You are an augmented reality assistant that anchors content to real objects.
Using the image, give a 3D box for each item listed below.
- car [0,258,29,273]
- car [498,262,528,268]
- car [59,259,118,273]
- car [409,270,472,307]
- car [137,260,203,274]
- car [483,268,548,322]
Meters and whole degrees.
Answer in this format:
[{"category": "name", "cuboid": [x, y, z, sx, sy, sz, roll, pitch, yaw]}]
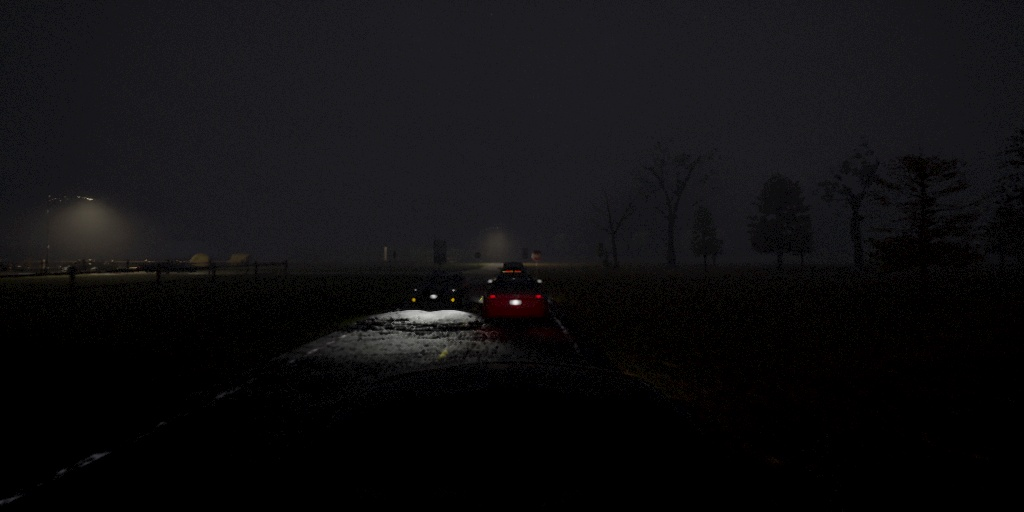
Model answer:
[{"category": "car", "cuboid": [-51.768, 0.894, 36.076, 4.181, 1.385, 1.994, 0, -1, -5]}, {"category": "car", "cuboid": [0.066, 1.164, 25.059, 1.837, 1.490, 4.892, 0, 0, -1]}, {"category": "car", "cuboid": [-46.348, 1.083, 39.292, 4.892, 1.490, 1.837, 0, -1, -4]}, {"category": "car", "cuboid": [-2.834, 1.264, 14.924, 1.994, 1.385, 4.181, 0, 0, 0]}, {"category": "car", "cuboid": [-35.302, 1.101, 37.104, 5.357, 1.411, 2.033, 0, -1, -3]}, {"category": "car", "cuboid": [0.100, 1.275, 12.123, 1.994, 1.385, 4.181, 0, 0, 0]}]
